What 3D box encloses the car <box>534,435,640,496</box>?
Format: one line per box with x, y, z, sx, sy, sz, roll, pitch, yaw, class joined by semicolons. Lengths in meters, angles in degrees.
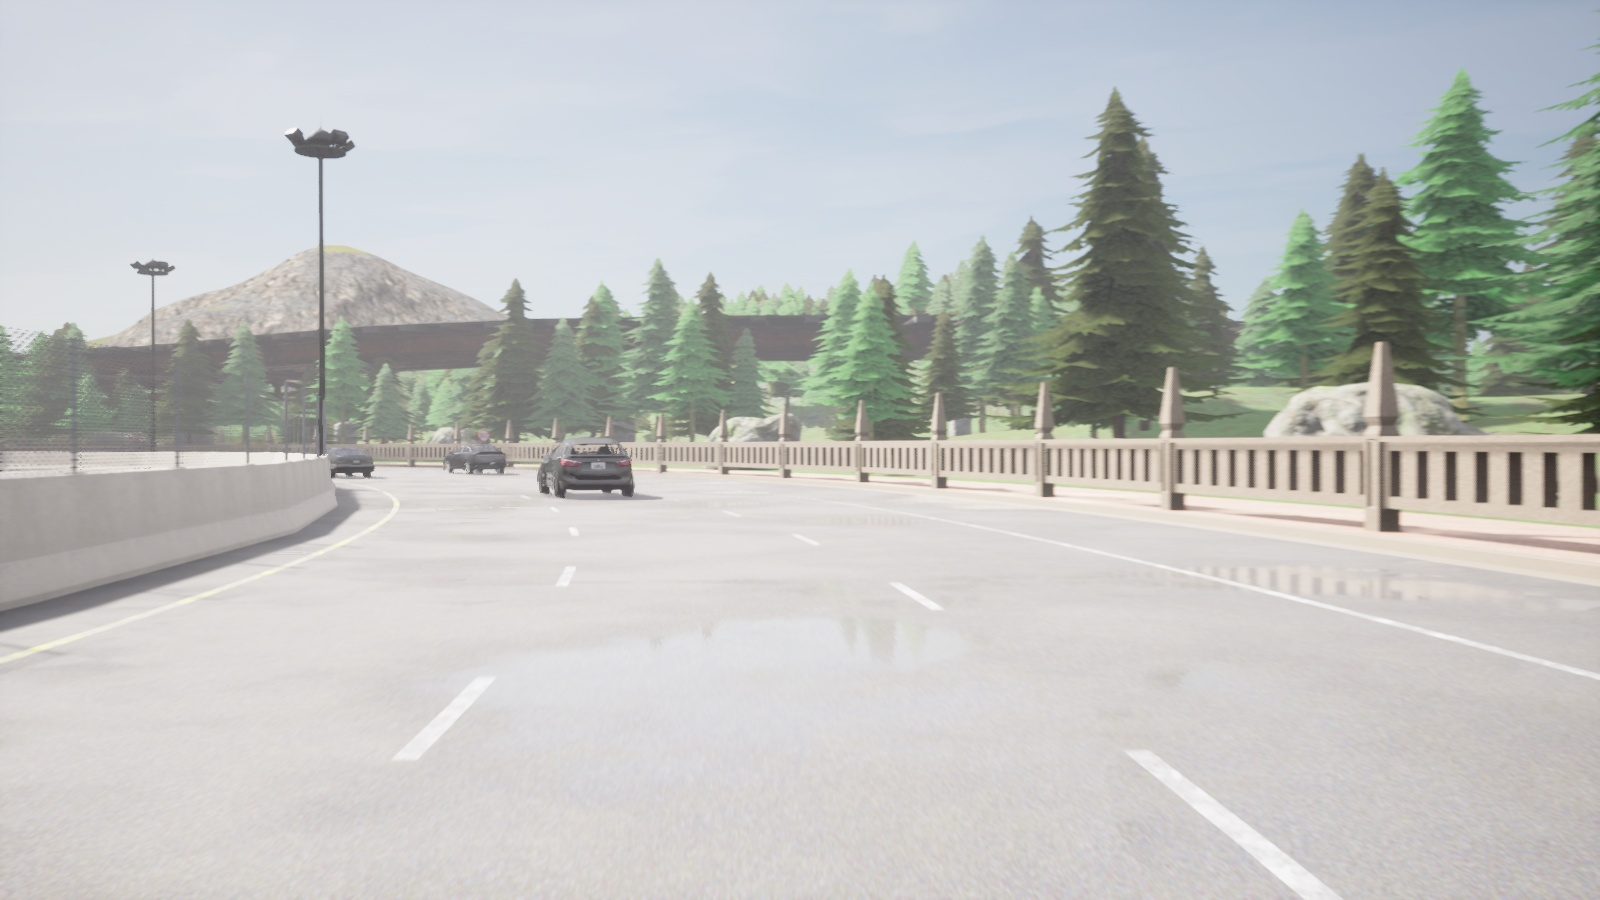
-6.262;0.406;36.522;2.242;1.667;4.611;0;0;-20;car

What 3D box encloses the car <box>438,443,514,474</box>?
-16.442;0.399;63.572;2.128;1.511;4.902;0;0;-35;car

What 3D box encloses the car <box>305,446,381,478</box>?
-21.300;0.534;58.366;2.033;1.411;5.357;0;0;-35;car
